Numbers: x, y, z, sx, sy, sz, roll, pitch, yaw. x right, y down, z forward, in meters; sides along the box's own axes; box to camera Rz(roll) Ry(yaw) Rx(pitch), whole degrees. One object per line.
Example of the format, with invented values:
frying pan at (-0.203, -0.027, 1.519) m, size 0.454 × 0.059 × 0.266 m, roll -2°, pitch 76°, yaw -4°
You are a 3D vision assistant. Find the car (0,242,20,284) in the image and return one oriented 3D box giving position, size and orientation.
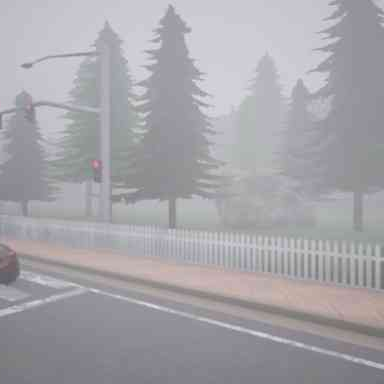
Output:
car at (-6.210, 1.576, 8.409) m, size 4.181 × 1.385 × 1.994 m, roll 0°, pitch 0°, yaw 35°
